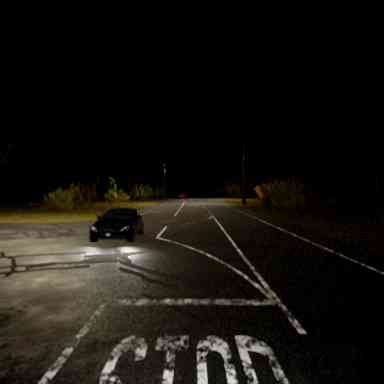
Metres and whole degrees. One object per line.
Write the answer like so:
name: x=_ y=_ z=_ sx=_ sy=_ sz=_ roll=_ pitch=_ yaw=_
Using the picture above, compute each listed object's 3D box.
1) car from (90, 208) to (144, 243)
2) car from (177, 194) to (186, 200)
car: x=-3.438 y=1.500 z=16.000 sx=1.812 sy=1.442 sz=4.674 roll=0 pitch=0 yaw=0
car: x=-2.618 y=1.327 z=85.240 sx=1.882 sy=1.535 sz=5.008 roll=0 pitch=0 yaw=5
